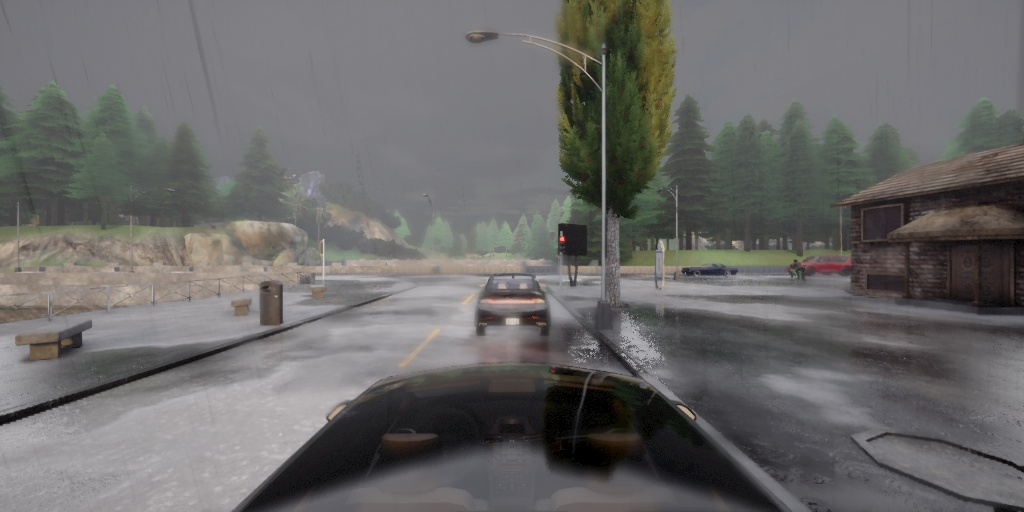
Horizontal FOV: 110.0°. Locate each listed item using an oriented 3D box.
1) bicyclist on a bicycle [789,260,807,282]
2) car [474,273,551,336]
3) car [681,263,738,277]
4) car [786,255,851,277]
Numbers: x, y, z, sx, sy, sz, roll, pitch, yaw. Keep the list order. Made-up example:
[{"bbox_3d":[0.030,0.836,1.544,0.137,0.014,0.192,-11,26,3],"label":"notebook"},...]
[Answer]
[{"bbox_3d":[20.957,1.094,26.330,0.582,1.620,1.656,-1,0,0],"label":"bicyclist on a bicycle"},{"bbox_3d":[0.031,1.241,10.386,2.128,1.511,4.902,0,0,0],"label":"car"},{"bbox_3d":[19.020,1.351,34.733,4.718,1.301,1.895,0,0,0],"label":"car"},{"bbox_3d":[29.861,0.967,34.733,5.566,2.045,2.150,-1,0,0],"label":"car"}]
